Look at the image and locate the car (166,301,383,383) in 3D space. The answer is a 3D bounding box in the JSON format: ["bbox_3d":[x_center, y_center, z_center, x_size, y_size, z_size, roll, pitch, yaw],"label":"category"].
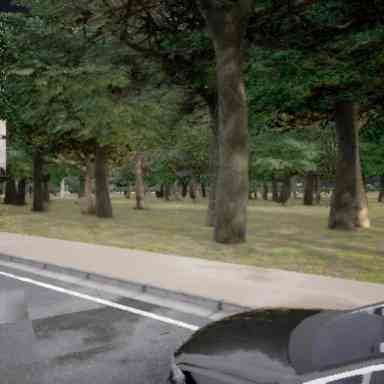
[{"bbox_3d":[1.986,1.491,2.146,4.902,1.511,2.128,0,0,35],"label":"car"}]
